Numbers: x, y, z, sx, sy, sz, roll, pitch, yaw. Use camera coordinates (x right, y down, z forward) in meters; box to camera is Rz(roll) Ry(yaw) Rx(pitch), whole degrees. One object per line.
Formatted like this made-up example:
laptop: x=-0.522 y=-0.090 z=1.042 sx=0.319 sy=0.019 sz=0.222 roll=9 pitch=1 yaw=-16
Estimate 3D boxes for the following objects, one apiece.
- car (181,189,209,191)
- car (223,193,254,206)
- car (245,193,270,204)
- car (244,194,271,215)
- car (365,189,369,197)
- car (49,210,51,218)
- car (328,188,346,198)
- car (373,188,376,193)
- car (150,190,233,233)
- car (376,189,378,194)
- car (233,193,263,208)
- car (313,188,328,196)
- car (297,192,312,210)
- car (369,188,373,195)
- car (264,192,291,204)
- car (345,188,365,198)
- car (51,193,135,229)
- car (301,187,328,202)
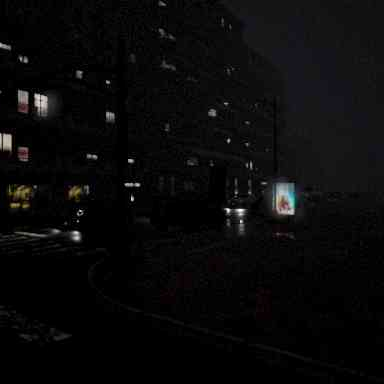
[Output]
car: x=-0.073 y=0.791 z=27.859 sx=2.150 sy=2.045 sz=5.566 roll=0 pitch=1 yaw=36
car: x=5.736 y=0.859 z=40.634 sx=2.008 sy=1.369 sz=4.403 roll=1 pitch=2 yaw=35
car: x=8.920 y=0.785 z=45.175 sx=1.802 sy=1.307 sz=4.206 roll=1 pitch=2 yaw=35
car: x=6.265 y=1.086 z=26.793 sx=1.947 sy=1.339 sz=4.313 roll=1 pitch=2 yaw=35
car: x=31.746 y=0.115 z=63.122 sx=1.967 sy=1.590 sz=4.097 roll=1 pitch=2 yaw=35
car: x=-7.000 y=1.040 z=22.466 sx=2.192 sy=1.841 sz=5.009 roll=1 pitch=2 yaw=35
car: x=25.030 y=0.428 z=58.088 sx=1.895 sy=1.301 sz=4.718 roll=0 pitch=1 yaw=35
car: x=38.116 y=0.006 z=72.209 sx=1.887 sy=1.381 sz=4.507 roll=1 pitch=2 yaw=35
car: x=-0.105 y=1.043 z=17.705 sx=2.192 sy=1.841 sz=5.009 roll=1 pitch=2 yaw=35
car: x=44.486 y=-0.203 z=81.291 sx=2.008 sy=1.369 sz=4.403 roll=1 pitch=2 yaw=35
car: x=5.576 y=0.910 z=35.898 sx=1.812 sy=1.442 sz=4.674 roll=0 pitch=1 yaw=35
car: x=28.027 y=0.007 z=72.414 sx=1.967 sy=1.590 sz=4.097 roll=1 pitch=2 yaw=35
car: x=9.450 y=0.982 z=31.335 sx=1.947 sy=1.339 sz=4.313 roll=1 pitch=2 yaw=35
car: x=34.931 y=0.113 z=67.667 sx=1.887 sy=1.381 sz=4.507 roll=1 pitch=2 yaw=35
car: x=11.394 y=0.757 z=44.140 sx=1.994 sy=1.385 sz=4.181 roll=0 pitch=1 yaw=36
car: x=28.561 y=0.326 z=58.584 sx=1.887 sy=1.381 sz=4.507 roll=1 pitch=2 yaw=35
car: x=-5.610 y=1.101 z=19.970 sx=2.097 sy=1.767 sz=4.553 roll=0 pitch=1 yaw=35
car: x=16.824 y=0.320 z=46.389 sx=2.150 sy=2.045 sz=5.566 roll=0 pitch=1 yaw=35
